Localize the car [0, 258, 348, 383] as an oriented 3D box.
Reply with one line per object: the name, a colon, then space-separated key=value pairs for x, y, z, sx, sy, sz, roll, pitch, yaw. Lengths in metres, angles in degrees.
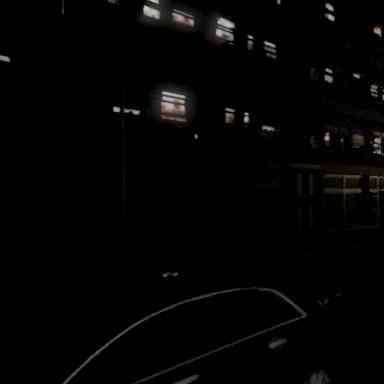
car: x=-0.510 y=1.515 z=3.018 sx=4.892 sy=1.490 sz=1.837 roll=1 pitch=0 yaw=-36

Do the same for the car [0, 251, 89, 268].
car: x=-2.867 y=1.568 z=4.527 sx=4.313 sy=1.339 sz=1.947 roll=1 pitch=-1 yaw=-36
